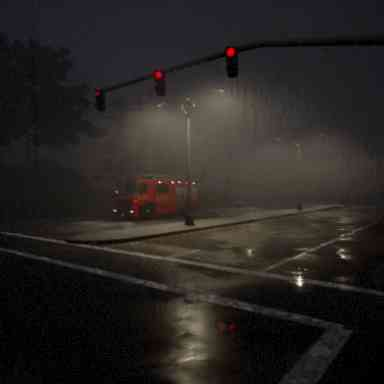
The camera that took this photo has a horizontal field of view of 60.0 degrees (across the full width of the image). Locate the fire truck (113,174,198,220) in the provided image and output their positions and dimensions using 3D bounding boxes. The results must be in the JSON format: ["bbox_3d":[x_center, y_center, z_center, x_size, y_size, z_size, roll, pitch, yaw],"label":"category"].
[{"bbox_3d":[-3.035,0.393,30.276,2.891,3.827,8.468,-1,0,38],"label":"fire truck"}]
